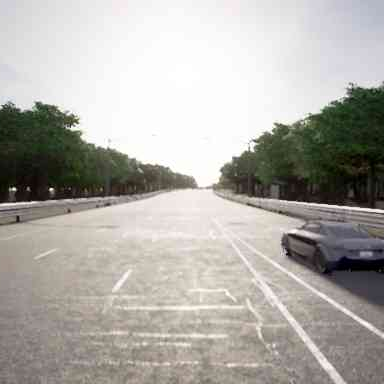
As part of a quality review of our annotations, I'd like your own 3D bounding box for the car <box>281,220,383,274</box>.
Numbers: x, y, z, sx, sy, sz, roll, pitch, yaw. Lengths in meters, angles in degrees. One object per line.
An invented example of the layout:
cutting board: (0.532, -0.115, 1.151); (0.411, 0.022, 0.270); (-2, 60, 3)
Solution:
car: (4.374, 1.574, 10.616); (1.994, 1.385, 4.181); (0, 0, -4)
